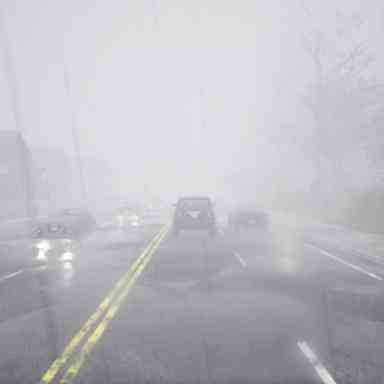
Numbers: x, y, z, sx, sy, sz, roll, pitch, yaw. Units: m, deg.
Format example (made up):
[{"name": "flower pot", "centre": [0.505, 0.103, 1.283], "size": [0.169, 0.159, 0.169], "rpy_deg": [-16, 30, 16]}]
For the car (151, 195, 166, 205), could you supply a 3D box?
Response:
[{"name": "car", "centre": [-5.618, 1.338, 55.829], "size": [2.097, 1.767, 4.553], "rpy_deg": [0, 0, 3]}]

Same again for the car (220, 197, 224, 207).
[{"name": "car", "centre": [4.035, 1.494, 51.660], "size": [1.812, 1.442, 4.674], "rpy_deg": [0, 0, 3]}]

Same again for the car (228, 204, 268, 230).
[{"name": "car", "centre": [3.379, 1.472, 20.823], "size": [1.882, 1.535, 5.008], "rpy_deg": [0, 0, 0]}]

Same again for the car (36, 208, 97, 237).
[{"name": "car", "centre": [-6.577, 1.561, 17.852], "size": [1.994, 1.385, 4.181], "rpy_deg": [0, 0, 0]}]

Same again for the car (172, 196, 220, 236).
[{"name": "car", "centre": [0.115, 1.218, 18.356], "size": [2.150, 2.045, 5.566], "rpy_deg": [0, 0, 0]}]

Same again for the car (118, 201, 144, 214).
[{"name": "car", "centre": [-6.375, 1.591, 35.081], "size": [1.895, 1.301, 4.718], "rpy_deg": [0, 0, 1]}]

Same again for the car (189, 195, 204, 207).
[{"name": "car", "centre": [0.783, 1.323, 51.666], "size": [2.097, 1.767, 4.553], "rpy_deg": [0, 0, 3]}]
